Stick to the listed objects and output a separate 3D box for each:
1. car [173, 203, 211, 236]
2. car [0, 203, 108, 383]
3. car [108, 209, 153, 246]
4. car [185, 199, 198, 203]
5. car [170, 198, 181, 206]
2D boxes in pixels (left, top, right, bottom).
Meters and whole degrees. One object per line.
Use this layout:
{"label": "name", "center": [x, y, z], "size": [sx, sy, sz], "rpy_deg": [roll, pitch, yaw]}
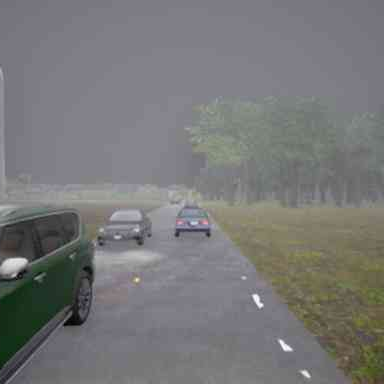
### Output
{"label": "car", "center": [0.032, 1.536, 18.288], "size": [2.033, 1.411, 5.357], "rpy_deg": [0, 0, 0]}
{"label": "car", "center": [-2.857, 1.213, 4.089], "size": [2.150, 2.045, 5.566], "rpy_deg": [0, 0, 0]}
{"label": "car", "center": [-2.904, 1.513, 15.269], "size": [1.812, 1.442, 4.674], "rpy_deg": [0, 0, 0]}
{"label": "car", "center": [-0.076, 1.698, 46.415], "size": [1.994, 1.385, 4.181], "rpy_deg": [0, 0, 0]}
{"label": "car", "center": [-3.006, 1.816, 62.374], "size": [2.033, 1.411, 5.357], "rpy_deg": [0, -1, 0]}
